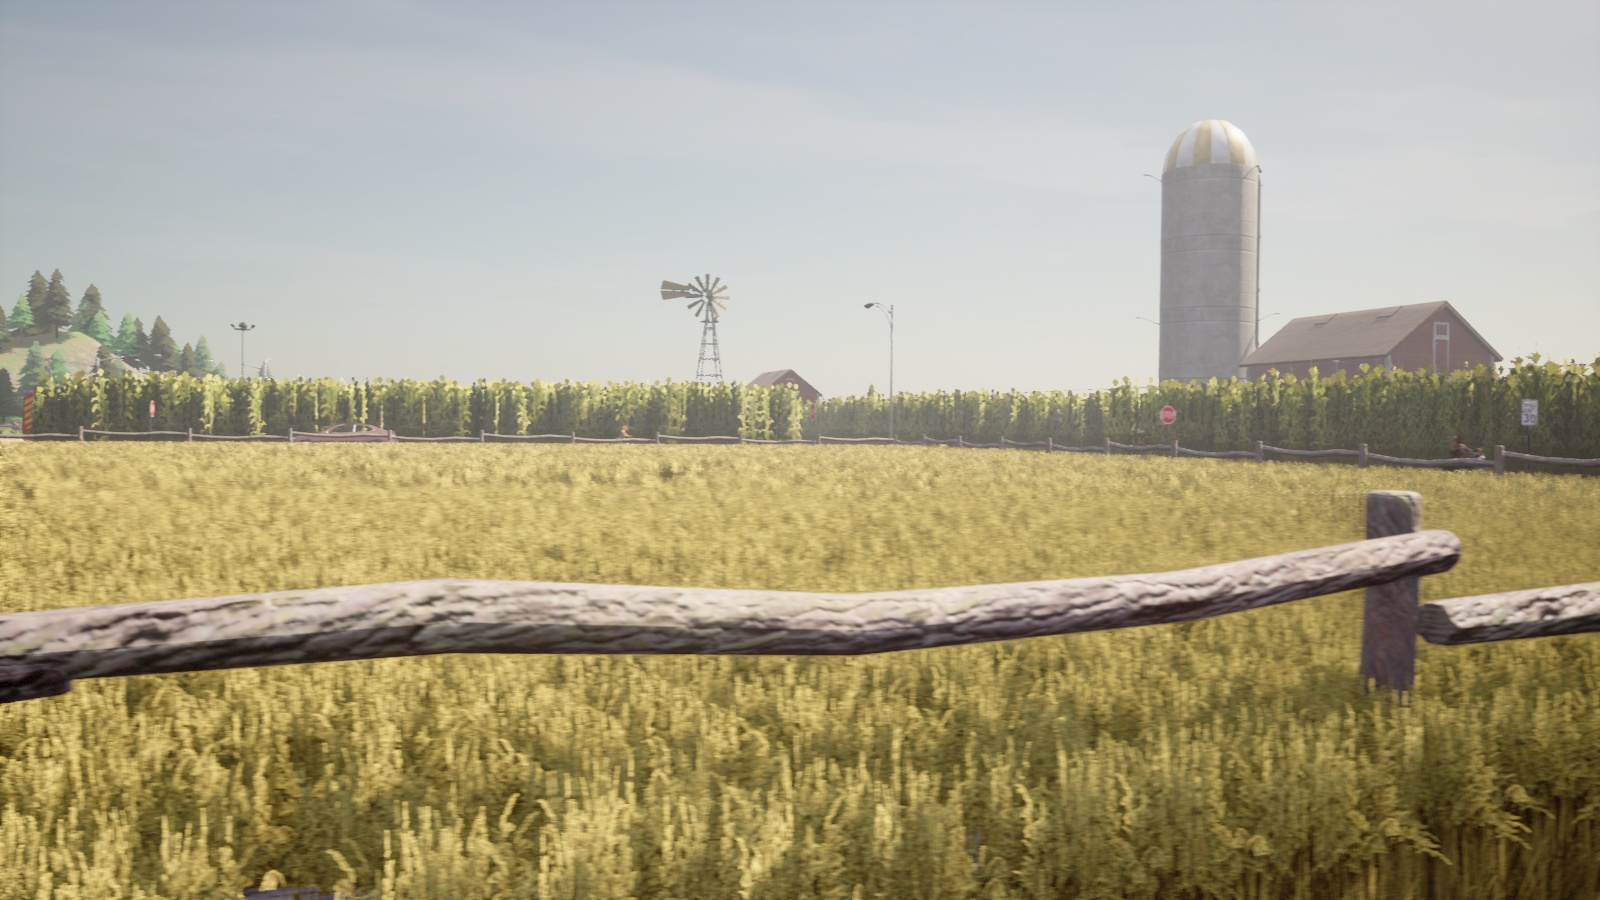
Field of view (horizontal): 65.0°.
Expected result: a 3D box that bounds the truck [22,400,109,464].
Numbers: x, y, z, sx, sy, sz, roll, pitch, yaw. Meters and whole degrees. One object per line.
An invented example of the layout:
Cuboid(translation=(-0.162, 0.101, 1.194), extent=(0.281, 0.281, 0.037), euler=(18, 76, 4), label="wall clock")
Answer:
Cuboid(translation=(-46.125, -1.158, 79.120), extent=(2.891, 3.827, 8.468), euler=(-1, 1, -18), label="truck")

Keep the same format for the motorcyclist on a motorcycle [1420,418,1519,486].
Cuboid(translation=(16.991, 0.024, 31.936), extent=(0.766, 1.649, 2.350), euler=(-1, 1, -17), label="motorcyclist on a motorcycle")

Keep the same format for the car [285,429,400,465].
Cuboid(translation=(-21.838, -0.169, 60.178), extent=(5.027, 1.651, 2.152), euler=(-1, 1, -17), label="car")
